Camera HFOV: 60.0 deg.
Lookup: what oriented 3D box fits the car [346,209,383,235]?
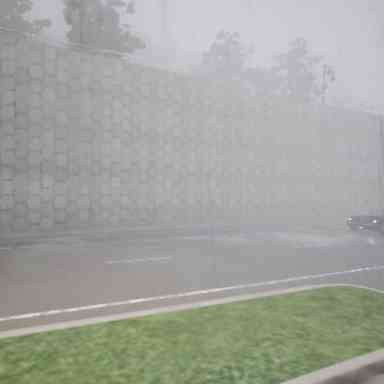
[{"bbox_3d":[10.926,1.602,18.620,4.718,1.301,1.895,1,1,-27],"label":"car"}]
